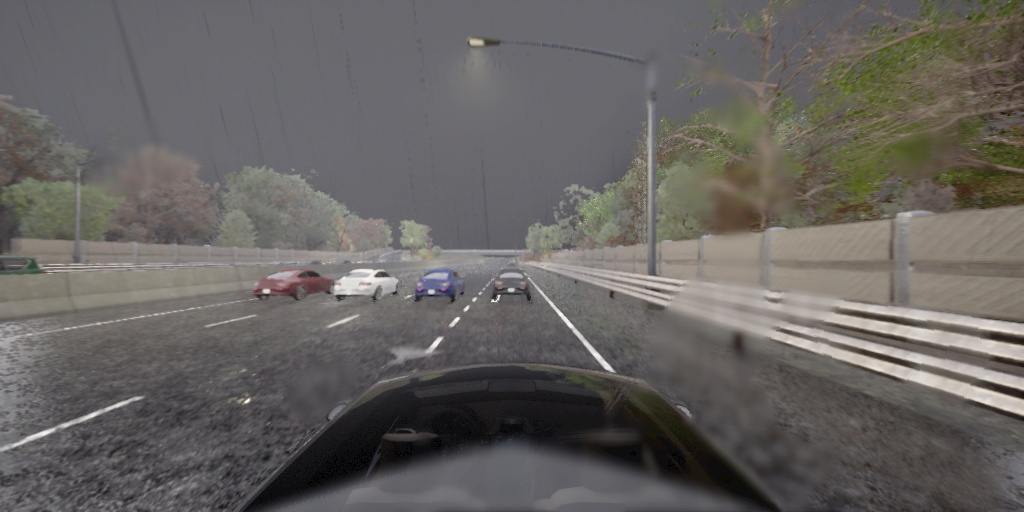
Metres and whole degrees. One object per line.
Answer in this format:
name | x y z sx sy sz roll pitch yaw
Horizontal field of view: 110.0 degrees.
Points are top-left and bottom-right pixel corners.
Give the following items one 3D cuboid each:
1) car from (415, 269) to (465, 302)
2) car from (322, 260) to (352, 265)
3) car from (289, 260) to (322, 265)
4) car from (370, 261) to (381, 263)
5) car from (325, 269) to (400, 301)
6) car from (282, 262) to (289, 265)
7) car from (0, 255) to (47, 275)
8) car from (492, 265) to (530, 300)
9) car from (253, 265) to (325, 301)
car | -3.433 1.357 17.541 1.812 1.442 4.674 0 0 0
car | -24.647 1.350 51.531 2.097 1.767 4.553 0 0 0
car | -28.142 1.325 49.792 2.097 1.767 4.553 0 0 0
car | -21.145 1.531 55.260 2.128 1.511 4.902 0 0 0
car | -6.948 1.346 17.566 1.812 1.442 4.674 0 0 0
car | -31.633 1.537 51.205 1.994 1.385 4.181 0 0 0
car | -21.122 0.971 13.110 2.150 2.045 5.566 0 0 0
car | -0.037 1.373 18.414 1.812 1.442 4.674 0 0 0
car | -10.433 1.335 17.530 1.812 1.442 4.674 0 0 0
